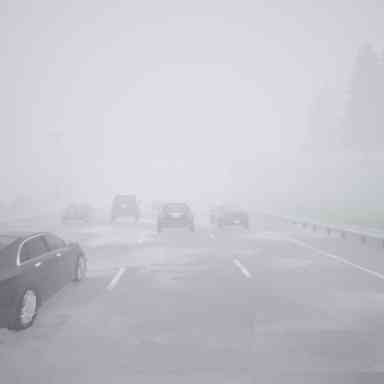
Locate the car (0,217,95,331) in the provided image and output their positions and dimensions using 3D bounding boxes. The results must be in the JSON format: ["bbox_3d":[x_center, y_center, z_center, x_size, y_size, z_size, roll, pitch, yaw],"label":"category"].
[{"bbox_3d":[-3.625,1.512,6.811,1.837,1.490,4.892,0,0,-2],"label":"car"}]

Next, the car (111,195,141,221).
[{"bbox_3d":[-5.490,1.233,27.904,2.150,2.045,5.566,0,0,-8],"label":"car"}]

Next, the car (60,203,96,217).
[{"bbox_3d":[-8.704,1.566,25.735,2.033,1.411,5.357,0,0,-8],"label":"car"}]

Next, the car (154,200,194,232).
[{"bbox_3d":[-1.090,1.355,20.495,2.097,1.767,4.553,0,0,-6],"label":"car"}]

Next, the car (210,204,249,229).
[{"bbox_3d":[2.345,1.522,21.342,1.812,1.442,4.674,0,0,-6],"label":"car"}]

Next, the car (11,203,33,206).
[{"bbox_3d":[-23.309,1.399,45.935,2.097,1.767,4.553,0,0,-14],"label":"car"}]

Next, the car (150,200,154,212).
[{"bbox_3d":[-3.923,1.610,39.661,1.895,1.301,4.718,0,0,-11],"label":"car"}]
